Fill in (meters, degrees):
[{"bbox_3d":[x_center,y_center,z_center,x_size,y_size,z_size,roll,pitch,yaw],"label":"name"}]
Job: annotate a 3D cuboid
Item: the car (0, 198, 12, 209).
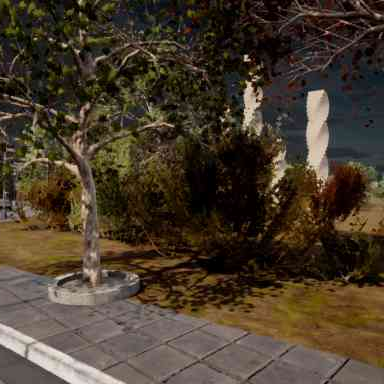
[{"bbox_3d":[-20.976,1.315,36.914,2.033,1.411,5.357,1,1,-29],"label":"car"}]
